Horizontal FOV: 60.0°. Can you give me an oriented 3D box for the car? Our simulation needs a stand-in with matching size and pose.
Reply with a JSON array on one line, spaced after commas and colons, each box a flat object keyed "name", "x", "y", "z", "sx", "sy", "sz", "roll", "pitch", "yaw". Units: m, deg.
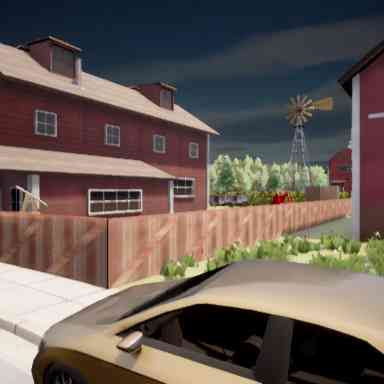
[{"name": "car", "x": 0.425, "y": 1.400, "z": 2.918, "sx": 4.193, "sy": 1.474, "sz": 1.816, "roll": 0, "pitch": 6, "yaw": 33}]
